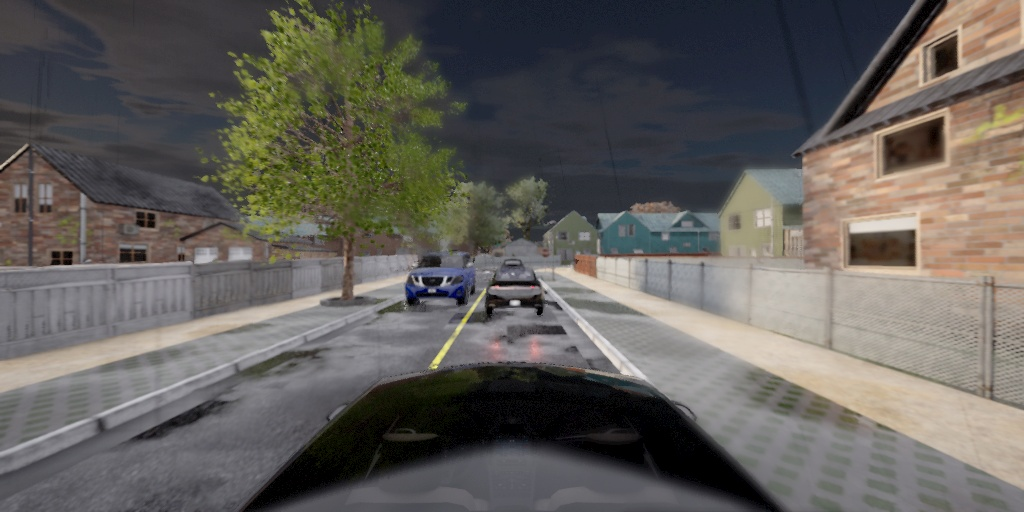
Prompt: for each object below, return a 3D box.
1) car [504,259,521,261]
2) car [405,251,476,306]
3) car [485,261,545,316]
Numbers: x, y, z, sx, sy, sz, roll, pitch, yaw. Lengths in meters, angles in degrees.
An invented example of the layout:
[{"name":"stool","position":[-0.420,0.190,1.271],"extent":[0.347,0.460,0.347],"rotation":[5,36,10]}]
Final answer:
[{"name":"car","position":[0.049,0.967,27.192],"extent":[1.837,1.490,4.892],"rotation":[0,1,0]},{"name":"car","position":[-2.777,0.818,15.162],"extent":[2.150,2.045,5.566],"rotation":[0,1,0]},{"name":"car","position":[0.079,1.116,12.750],"extent":[2.128,1.511,4.902],"rotation":[0,1,0]}]
